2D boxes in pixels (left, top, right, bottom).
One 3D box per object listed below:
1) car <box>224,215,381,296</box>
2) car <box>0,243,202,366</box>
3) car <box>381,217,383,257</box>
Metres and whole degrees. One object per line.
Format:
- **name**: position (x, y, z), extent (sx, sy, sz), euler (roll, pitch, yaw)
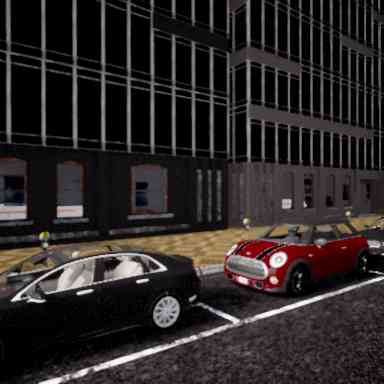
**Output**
- **car**: position (2.753, 1.425, 8.523), extent (4.097, 1.590, 1.967), euler (0, 0, -35)
- **car**: position (-1.882, 1.548, 5.217), extent (4.403, 1.369, 2.008), euler (0, 0, -35)
- **car**: position (7.388, 1.522, 11.828), extent (4.403, 1.369, 2.008), euler (0, 0, -35)
